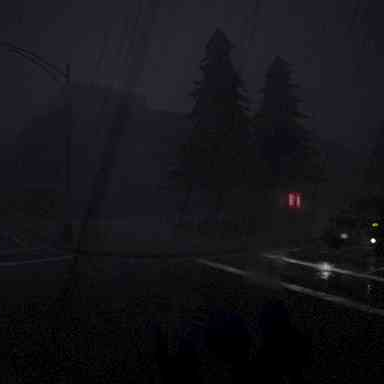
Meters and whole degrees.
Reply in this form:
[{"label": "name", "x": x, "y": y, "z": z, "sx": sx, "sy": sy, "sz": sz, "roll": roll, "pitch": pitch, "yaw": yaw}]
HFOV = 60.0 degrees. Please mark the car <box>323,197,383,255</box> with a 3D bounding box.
[{"label": "car", "x": 7.745, "y": 1.248, "z": 13.719, "sx": 5.566, "sy": 2.045, "sz": 2.150, "roll": 0, "pitch": 0, "yaw": -36}]
